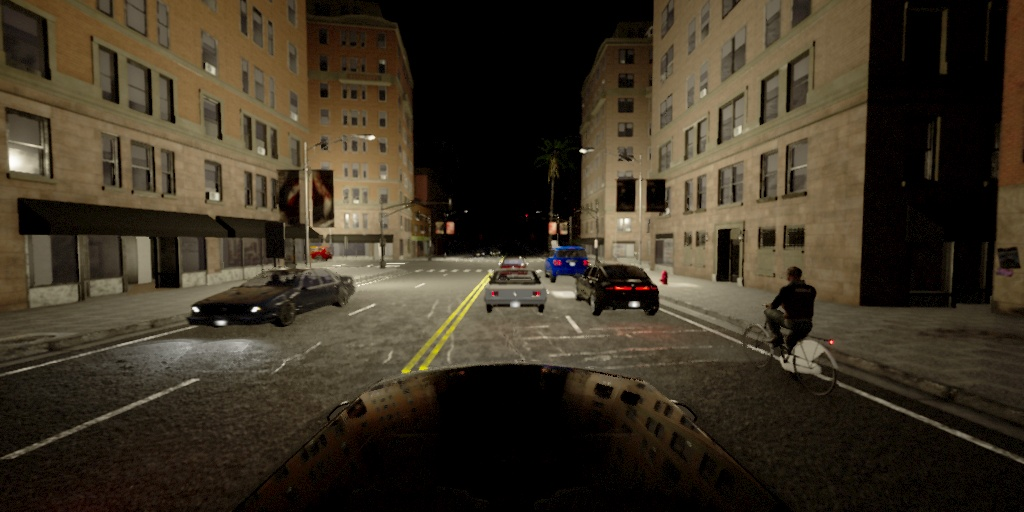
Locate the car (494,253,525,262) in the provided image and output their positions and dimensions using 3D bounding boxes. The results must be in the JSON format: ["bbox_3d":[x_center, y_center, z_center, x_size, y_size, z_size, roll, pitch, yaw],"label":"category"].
[{"bbox_3d":[0.101,0.760,22.972,2.033,1.411,5.357,0,1,0],"label":"car"}]

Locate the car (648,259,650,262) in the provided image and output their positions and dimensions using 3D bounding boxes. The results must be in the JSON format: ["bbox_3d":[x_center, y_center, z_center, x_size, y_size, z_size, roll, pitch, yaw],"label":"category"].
[{"bbox_3d":[16.208,0.630,36.867,4.313,1.339,1.948,0,0,0],"label":"car"}]

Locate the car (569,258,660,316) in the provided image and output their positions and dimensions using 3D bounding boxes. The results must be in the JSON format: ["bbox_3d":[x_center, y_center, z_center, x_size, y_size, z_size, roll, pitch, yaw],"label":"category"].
[{"bbox_3d":[3.305,0.993,12.060,1.837,1.490,4.892,0,1,0],"label":"car"}]

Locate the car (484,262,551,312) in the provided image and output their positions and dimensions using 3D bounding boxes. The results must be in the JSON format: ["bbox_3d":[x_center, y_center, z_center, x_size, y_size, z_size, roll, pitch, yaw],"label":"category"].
[{"bbox_3d":[0.101,1.073,12.634,1.895,1.301,4.718,0,1,0],"label":"car"}]

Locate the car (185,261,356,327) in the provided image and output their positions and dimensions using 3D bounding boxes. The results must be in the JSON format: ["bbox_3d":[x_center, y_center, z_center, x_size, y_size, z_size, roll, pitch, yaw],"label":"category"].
[{"bbox_3d":[-6.597,1.067,10.780,2.033,1.411,5.357,0,1,0],"label":"car"}]

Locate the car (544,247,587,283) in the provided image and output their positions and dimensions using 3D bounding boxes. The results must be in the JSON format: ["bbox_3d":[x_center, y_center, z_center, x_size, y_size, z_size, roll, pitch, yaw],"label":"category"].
[{"bbox_3d":[3.250,0.459,21.958,2.150,2.045,5.566,0,1,0],"label":"car"}]

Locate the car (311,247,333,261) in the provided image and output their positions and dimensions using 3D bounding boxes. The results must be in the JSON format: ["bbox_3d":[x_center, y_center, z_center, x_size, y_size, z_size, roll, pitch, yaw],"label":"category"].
[{"bbox_3d":[-23.894,-0.186,42.349,5.009,1.841,2.192,0,0,-9],"label":"car"}]

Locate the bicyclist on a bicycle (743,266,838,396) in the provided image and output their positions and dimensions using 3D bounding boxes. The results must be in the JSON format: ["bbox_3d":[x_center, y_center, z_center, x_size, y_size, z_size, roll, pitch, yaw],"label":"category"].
[{"bbox_3d":[4.144,1.024,5.496,0.659,1.776,1.843,0,2,0],"label":"bicyclist on a bicycle"}]
